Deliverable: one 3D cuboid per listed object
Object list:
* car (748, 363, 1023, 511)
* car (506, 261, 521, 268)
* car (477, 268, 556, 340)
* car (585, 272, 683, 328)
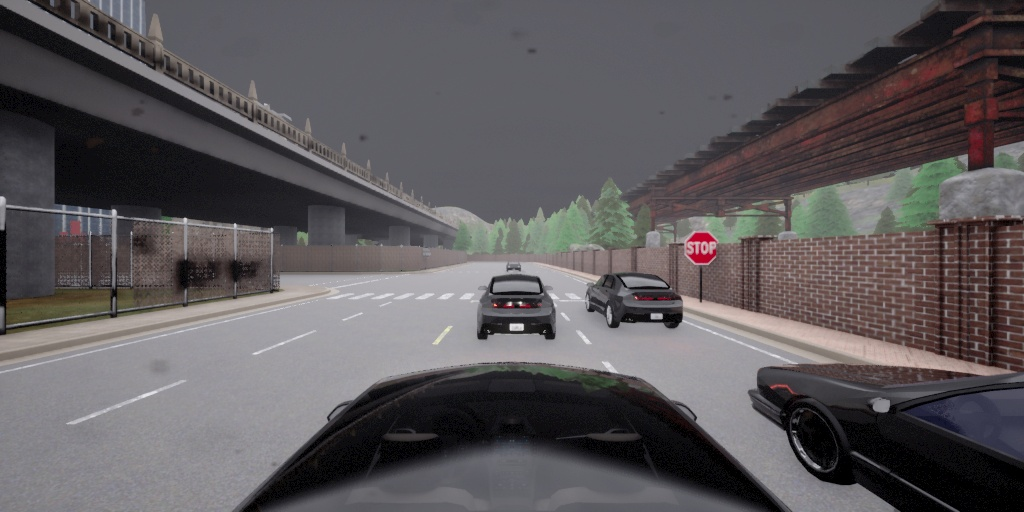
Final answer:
[{"bbox_3d":[3.600,1.297,1.588,2.033,1.411,5.357,0,0,0],"label":"car"},{"bbox_3d":[0.205,1.351,46.264,1.895,1.301,4.718,0,0,-1],"label":"car"},{"bbox_3d":[0.103,1.255,9.977,1.837,1.490,4.892,0,0,0],"label":"car"},{"bbox_3d":[3.605,1.255,11.334,1.837,1.490,4.892,0,0,0],"label":"car"}]
